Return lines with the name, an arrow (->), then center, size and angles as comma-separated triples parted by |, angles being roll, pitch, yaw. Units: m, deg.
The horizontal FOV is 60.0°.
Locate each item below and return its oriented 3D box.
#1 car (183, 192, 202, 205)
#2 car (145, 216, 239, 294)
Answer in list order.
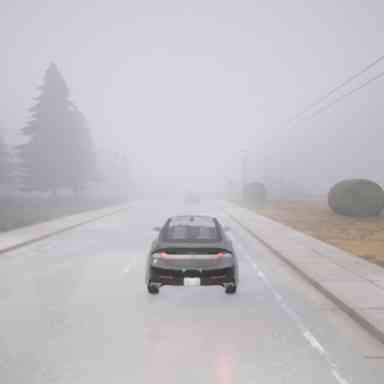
car -> 0.062, 0.743, 39.782 | 1.837, 1.490, 4.892 | 0, 1, 0
car -> 0.002, 1.336, 8.341 | 2.128, 1.511, 4.902 | 0, 1, 0
